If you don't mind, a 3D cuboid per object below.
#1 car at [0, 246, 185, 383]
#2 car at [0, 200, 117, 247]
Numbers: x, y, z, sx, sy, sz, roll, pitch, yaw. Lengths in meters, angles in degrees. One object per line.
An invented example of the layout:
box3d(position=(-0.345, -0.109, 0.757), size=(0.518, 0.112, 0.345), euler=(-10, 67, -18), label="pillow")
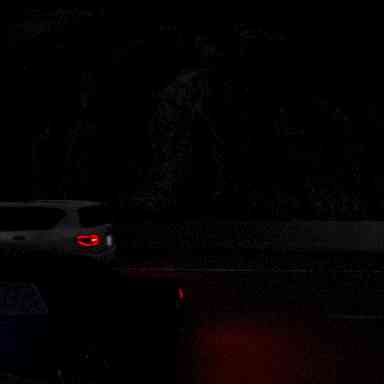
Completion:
box3d(position=(-2.498, 1.599, 4.554), size=(4.718, 1.301, 1.895), euler=(0, 0, 2), label="car")
box3d(position=(-4.672, 1.218, 8.144), size=(5.566, 2.045, 2.150), euler=(0, 0, 2), label="car")
